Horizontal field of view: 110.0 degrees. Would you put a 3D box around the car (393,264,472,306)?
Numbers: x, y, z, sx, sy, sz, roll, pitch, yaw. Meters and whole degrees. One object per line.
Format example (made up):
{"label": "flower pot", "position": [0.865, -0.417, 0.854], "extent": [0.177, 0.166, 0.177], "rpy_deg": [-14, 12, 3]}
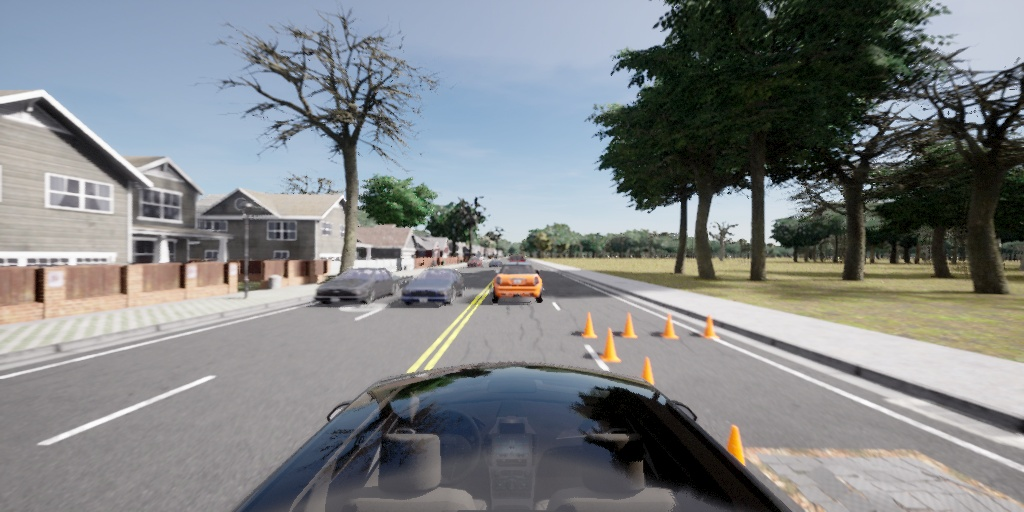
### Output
{"label": "car", "position": [-3.211, 1.248, 15.750], "extent": [2.033, 1.411, 5.357], "rpy_deg": [0, 0, 1]}

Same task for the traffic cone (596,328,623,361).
{"label": "traffic cone", "position": [1.901, 1.708, 6.995], "extent": [0.340, 0.580, 0.340], "rpy_deg": [0, 0, 1]}

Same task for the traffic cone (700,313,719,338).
{"label": "traffic cone", "position": [4.925, 1.725, 8.959], "extent": [0.340, 0.580, 0.340], "rpy_deg": [0, 0, 1]}

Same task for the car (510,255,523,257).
{"label": "car", "position": [0.583, 0.898, 44.644], "extent": [2.150, 2.045, 5.566], "rpy_deg": [0, 0, 1]}

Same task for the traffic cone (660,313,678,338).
{"label": "traffic cone", "position": [3.925, 1.718, 8.971], "extent": [0.340, 0.580, 0.340], "rpy_deg": [0, 0, 1]}

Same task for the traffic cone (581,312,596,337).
{"label": "traffic cone", "position": [1.925, 1.704, 8.995], "extent": [0.340, 0.580, 0.340], "rpy_deg": [0, 0, 1]}

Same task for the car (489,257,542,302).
{"label": "car", "position": [0.253, 1.074, 16.881], "extent": [2.097, 1.767, 4.553], "rpy_deg": [0, 0, 1]}

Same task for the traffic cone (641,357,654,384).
{"label": "traffic cone", "position": [1.878, 1.712, 4.995], "extent": [0.340, 0.580, 0.340], "rpy_deg": [0, 0, 1]}

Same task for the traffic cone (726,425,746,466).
{"label": "traffic cone", "position": [1.854, 1.716, 2.995], "extent": [0.340, 0.580, 0.340], "rpy_deg": [0, 0, 1]}

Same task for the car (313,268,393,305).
{"label": "car", "position": [-6.462, 1.225, 15.811], "extent": [2.033, 1.411, 5.357], "rpy_deg": [0, 0, 1]}

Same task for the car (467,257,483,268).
{"label": "car", "position": [-5.920, 0.973, 57.575], "extent": [2.097, 1.767, 4.553], "rpy_deg": [0, 0, 1]}

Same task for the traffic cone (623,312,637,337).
{"label": "traffic cone", "position": [2.925, 1.711, 8.983], "extent": [0.340, 0.580, 0.340], "rpy_deg": [0, 0, 1]}
